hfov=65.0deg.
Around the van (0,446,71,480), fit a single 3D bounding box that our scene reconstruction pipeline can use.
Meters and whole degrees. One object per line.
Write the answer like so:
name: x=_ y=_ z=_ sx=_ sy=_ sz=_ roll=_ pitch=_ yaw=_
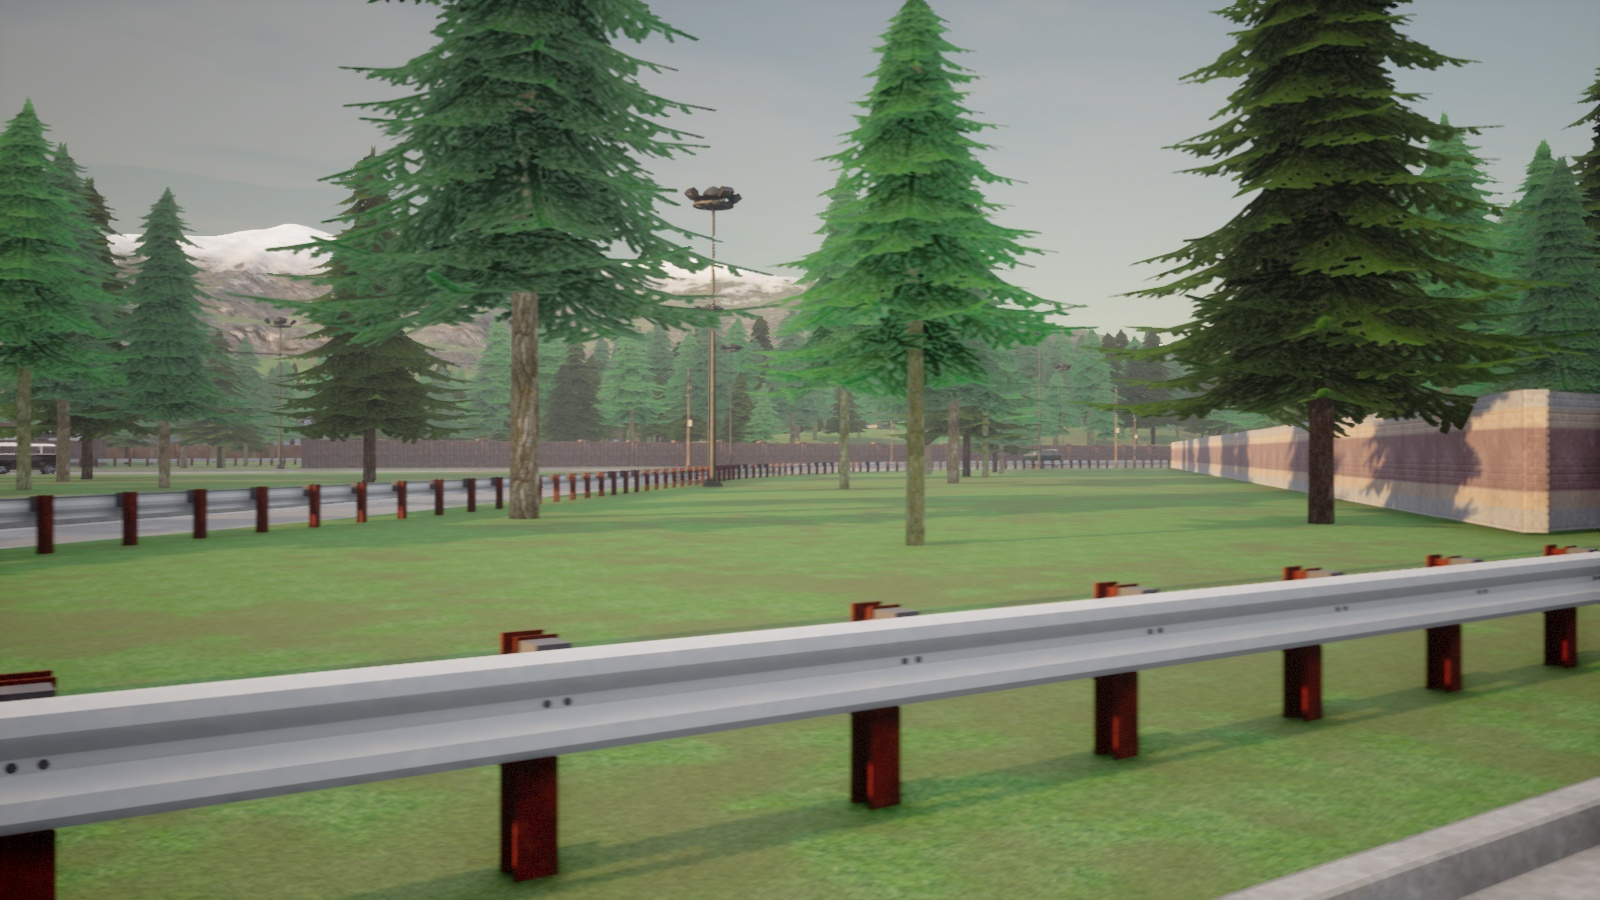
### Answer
van: x=-47.272 y=0.756 z=76.835 sx=4.480 sy=2.038 sz=2.069 roll=0 pitch=0 yaw=-35
